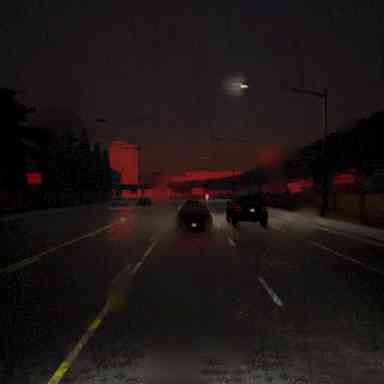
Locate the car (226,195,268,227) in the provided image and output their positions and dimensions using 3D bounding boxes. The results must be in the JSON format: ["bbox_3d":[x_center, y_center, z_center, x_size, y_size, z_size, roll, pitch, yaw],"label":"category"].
[{"bbox_3d":[3.601,1.189,22.532,2.150,2.045,5.566,0,0,0],"label":"car"}]

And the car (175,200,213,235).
[{"bbox_3d":[0.100,1.451,18.645,1.882,1.535,5.008,0,0,0],"label":"car"}]

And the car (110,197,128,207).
[{"bbox_3d":[-10.575,1.456,48.418,1.812,1.442,4.674,0,0,0],"label":"car"}]

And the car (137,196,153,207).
[{"bbox_3d":[-7.073,1.406,50.186,1.882,1.535,5.008,0,0,0],"label":"car"}]
